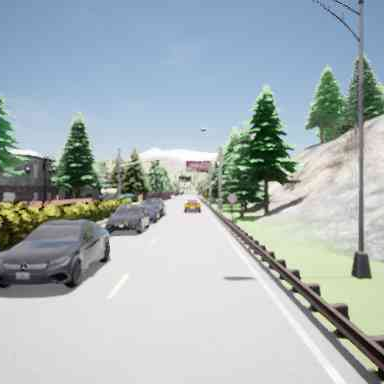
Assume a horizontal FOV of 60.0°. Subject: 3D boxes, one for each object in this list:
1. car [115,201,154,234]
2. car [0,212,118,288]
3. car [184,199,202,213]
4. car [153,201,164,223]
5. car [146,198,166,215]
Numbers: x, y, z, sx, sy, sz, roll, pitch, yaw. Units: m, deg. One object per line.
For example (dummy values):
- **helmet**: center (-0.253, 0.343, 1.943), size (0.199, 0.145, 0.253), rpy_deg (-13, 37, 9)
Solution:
- **car**: center (-3.586, 1.500, 19.346), size (1.837, 1.490, 4.892), rpy_deg (0, 0, 0)
- **car**: center (-3.589, 1.523, 9.381), size (1.812, 1.442, 4.674), rpy_deg (0, 0, 0)
- **car**: center (0.080, 1.468, 37.441), size (1.882, 1.535, 5.008), rpy_deg (0, 0, 0)
- **car**: center (-3.502, 1.602, 24.924), size (1.994, 1.385, 4.181), rpy_deg (0, 0, 0)
- **car**: center (-3.554, 1.347, 30.694), size (2.097, 1.767, 4.553), rpy_deg (0, 0, 1)
